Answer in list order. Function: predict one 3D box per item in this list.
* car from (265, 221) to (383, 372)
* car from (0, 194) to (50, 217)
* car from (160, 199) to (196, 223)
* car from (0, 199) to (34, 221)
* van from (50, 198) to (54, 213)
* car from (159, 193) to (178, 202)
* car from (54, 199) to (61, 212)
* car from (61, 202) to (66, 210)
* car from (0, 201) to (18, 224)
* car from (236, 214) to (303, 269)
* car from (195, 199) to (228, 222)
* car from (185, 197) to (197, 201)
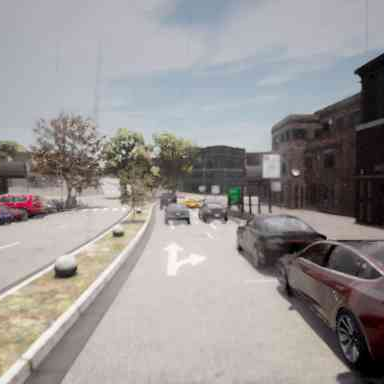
[{"bbox_3d":[2.939,1.507,5.697,2.163,1.488,4.792,0,0,-1],"label":"car"},{"bbox_3d":[-15.325,1.227,27.677,5.566,2.045,2.435,0,0,-6],"label":"car"},{"bbox_3d":[-1.164,1.521,25.023,2.033,1.411,5.357,0,0,-5],"label":"car"},{"bbox_3d":[-14.962,1.519,24.975,4.792,1.488,2.163,0,0,-6],"label":"car"},{"bbox_3d":[-15.504,1.237,30.420,4.442,1.987,1.878,0,0,-7],"label":"van"},{"bbox_3d":[-3.014,1.117,42.949,2.150,2.045,5.566,0,0,-6],"label":"car"},{"bbox_3d":[-15.970,1.323,33.142,4.553,1.767,2.185,0,0,-7],"label":"car"},{"bbox_3d":[-16.251,1.432,35.883,4.892,1.521,2.231,0,0,-7],"label":"car"},{"bbox_3d":[-14.726,1.538,22.370,4.674,1.452,2.002,0,0,-5],"label":"car"},{"bbox_3d":[2.734,1.474,11.186,2.097,1.535,5.008,0,0,-2],"label":"car"},{"bbox_3d":[1.589,1.487,26.067,1.812,1.442,4.674,0,0,-5],"label":"car"},{"bbox_3d":[-0.172,1.361,43.396,1.882,1.535,5.008,0,1,-6],"label":"car"}]
